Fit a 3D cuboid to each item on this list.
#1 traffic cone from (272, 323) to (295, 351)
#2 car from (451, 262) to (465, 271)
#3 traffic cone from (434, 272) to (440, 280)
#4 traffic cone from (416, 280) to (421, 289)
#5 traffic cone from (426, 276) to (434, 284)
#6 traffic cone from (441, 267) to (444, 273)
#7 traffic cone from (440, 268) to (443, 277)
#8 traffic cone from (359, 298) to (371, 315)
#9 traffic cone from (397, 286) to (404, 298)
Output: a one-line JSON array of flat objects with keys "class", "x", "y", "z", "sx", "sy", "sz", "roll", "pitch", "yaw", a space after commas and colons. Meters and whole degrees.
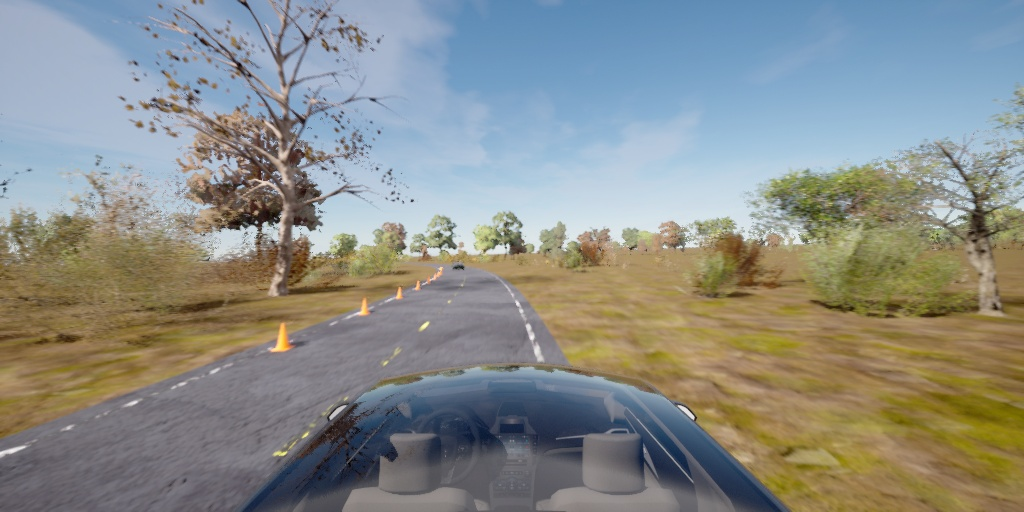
[{"class": "traffic cone", "x": -5.178, "y": 1.809, "z": 8.130, "sx": 0.340, "sy": 0.580, "sz": 0.340, "roll": 0, "pitch": 0, "yaw": -2}, {"class": "car", "x": -8.171, "y": 1.528, "z": 54.412, "sx": 1.895, "sy": 1.301, "sz": 4.718, "roll": -1, "pitch": 0, "yaw": -12}, {"class": "traffic cone", "x": -7.015, "y": 1.852, "z": 32.798, "sx": 0.340, "sy": 0.580, "sz": 0.340, "roll": 0, "pitch": 0, "yaw": -7}, {"class": "traffic cone", "x": -6.001, "y": 1.830, "z": 22.953, "sx": 0.340, "sy": 0.580, "sz": 0.340, "roll": 0, "pitch": 0, "yaw": -5}, {"class": "traffic cone", "x": -6.461, "y": 1.840, "z": 27.880, "sx": 0.340, "sy": 0.580, "sz": 0.340, "roll": 0, "pitch": 0, "yaw": -6}, {"class": "traffic cone", "x": -8.399, "y": 1.882, "z": 42.598, "sx": 0.340, "sy": 0.580, "sz": 0.340, "roll": 0, "pitch": 0, "yaw": -9}, {"class": "traffic cone", "x": -7.661, "y": 1.866, "z": 37.705, "sx": 0.340, "sy": 0.580, "sz": 0.340, "roll": 0, "pitch": 0, "yaw": -8}, {"class": "traffic cone", "x": -5.359, "y": 1.814, "z": 13.076, "sx": 0.340, "sy": 0.580, "sz": 0.340, "roll": 0, "pitch": 0, "yaw": -3}, {"class": "traffic cone", "x": -5.633, "y": 1.821, "z": 18.017, "sx": 0.340, "sy": 0.580, "sz": 0.340, "roll": 0, "pitch": 0, "yaw": -4}]
